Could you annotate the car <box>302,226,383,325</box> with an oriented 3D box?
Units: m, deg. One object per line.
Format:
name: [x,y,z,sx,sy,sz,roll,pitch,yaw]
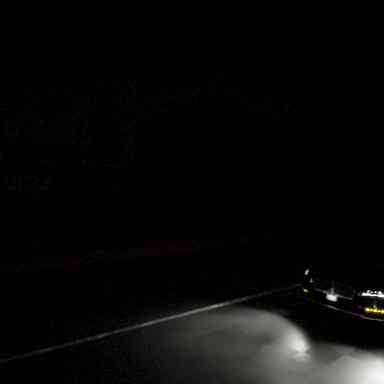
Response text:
car: [4.341,1.501,6.846,4.892,1.490,1.837,0,0,-33]
